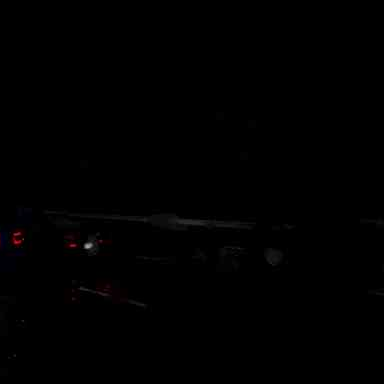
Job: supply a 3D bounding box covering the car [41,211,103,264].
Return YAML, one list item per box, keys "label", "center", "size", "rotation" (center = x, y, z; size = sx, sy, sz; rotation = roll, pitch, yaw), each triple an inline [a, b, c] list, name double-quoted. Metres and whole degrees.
- label: "car"
  center: [-5.133, 1.509, 11.737]
  size: [4.674, 1.442, 1.812]
  rotation: [0, 0, 35]

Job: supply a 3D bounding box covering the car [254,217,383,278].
- label: "car"
  center: [4.223, 1.463, 9.488]
  size: [5.008, 1.535, 1.882]
  rotation: [0, 0, 35]

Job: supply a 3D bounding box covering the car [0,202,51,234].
- label: "car"
  center: [-10.743, 1.451, 19.907]
  size: [5.008, 1.535, 1.882]
  rotation: [0, 0, 35]

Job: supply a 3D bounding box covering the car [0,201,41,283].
- label: "car"
  center: [-6.452, 1.210, 8.391]
  size: [5.566, 2.045, 2.150]
  rotation: [0, 0, 35]
